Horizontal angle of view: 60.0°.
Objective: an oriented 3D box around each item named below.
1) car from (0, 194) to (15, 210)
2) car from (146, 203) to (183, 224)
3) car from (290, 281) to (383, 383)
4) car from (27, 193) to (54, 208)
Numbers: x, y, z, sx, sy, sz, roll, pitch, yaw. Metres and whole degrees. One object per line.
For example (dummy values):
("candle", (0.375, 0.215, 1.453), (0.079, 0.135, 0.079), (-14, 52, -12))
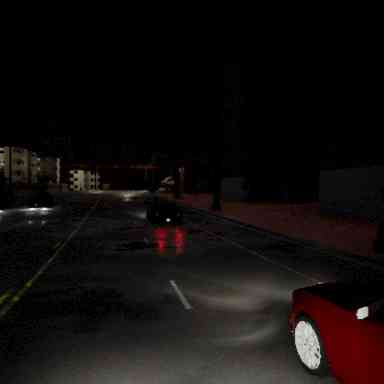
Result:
("car", (-18.902, 0.879, 32.471), (2.033, 1.411, 5.357), (0, 2, -13))
("car", (-1.989, 1.367, 22.593), (1.895, 1.301, 4.718), (0, 1, -13))
("car", (2.690, 1.477, 2.764), (1.882, 1.535, 5.008), (0, 0, -13))
("car", (-15.972, 0.800, 35.321), (2.033, 1.411, 5.357), (0, 2, -13))
